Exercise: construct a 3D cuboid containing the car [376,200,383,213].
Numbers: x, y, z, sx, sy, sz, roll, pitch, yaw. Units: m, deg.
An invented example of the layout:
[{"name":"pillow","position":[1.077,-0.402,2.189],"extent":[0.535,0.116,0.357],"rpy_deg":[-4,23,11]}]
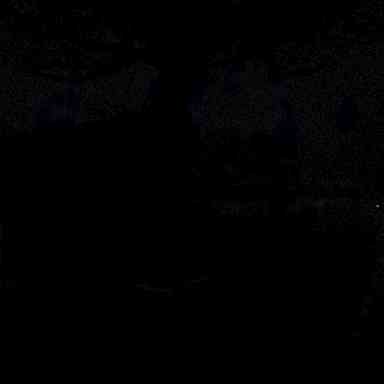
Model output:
[{"name":"car","position":[25.374,1.789,43.471],"extent":[2.097,1.767,4.553],"rpy_deg":[-1,-1,33]}]
